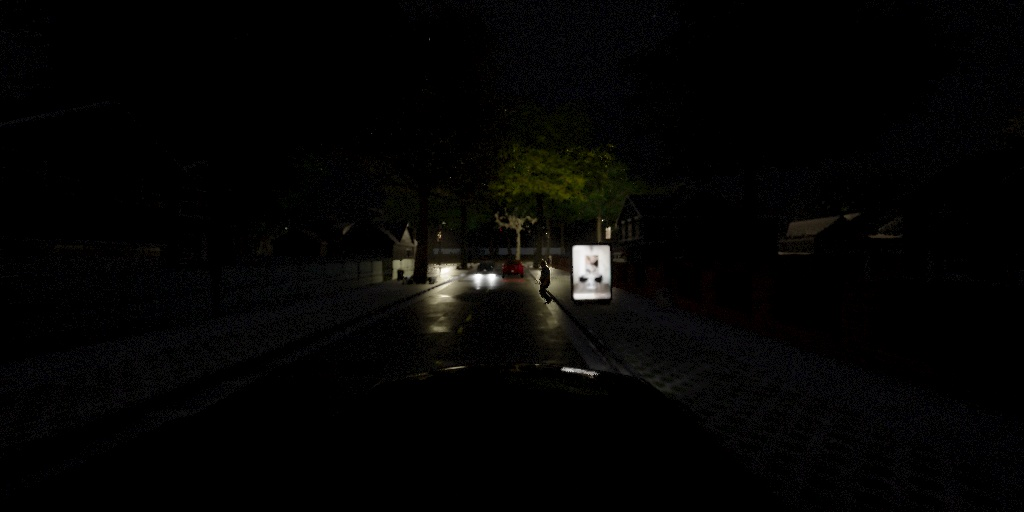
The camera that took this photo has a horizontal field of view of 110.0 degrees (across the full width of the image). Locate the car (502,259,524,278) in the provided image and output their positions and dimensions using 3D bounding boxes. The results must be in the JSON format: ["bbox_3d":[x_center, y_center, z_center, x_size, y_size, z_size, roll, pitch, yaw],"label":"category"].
[{"bbox_3d":[0.079,1.122,32.768,1.882,1.535,5.008,0,0,0],"label":"car"}]

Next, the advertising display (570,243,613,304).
[{"bbox_3d":[3.012,0.748,13.559,1.540,2.440,0.280,0,0,0],"label":"advertising display"}]

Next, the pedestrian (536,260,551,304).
[{"bbox_3d":[1.301,1.014,14.369,0.375,1.860,0.375,1,-1,-15],"label":"pedestrian"}]

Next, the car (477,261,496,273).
[{"bbox_3d":[-2.824,1.203,39.809,1.895,1.301,4.718,0,0,0],"label":"car"}]
